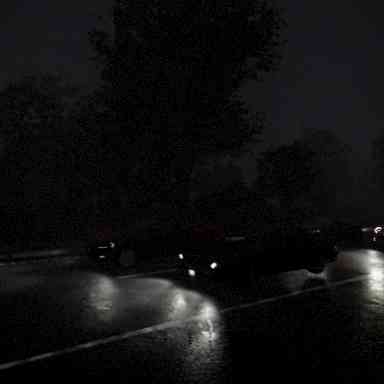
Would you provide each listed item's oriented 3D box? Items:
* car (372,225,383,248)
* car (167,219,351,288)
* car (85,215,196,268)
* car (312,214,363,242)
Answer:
[{"bbox_3d":[10.580,1.807,15.830,4.553,1.767,2.097,2,-1,-35],"label":"car"},{"bbox_3d":[2.181,1.691,9.835,5.357,1.411,2.033,2,-1,-35],"label":"car"},{"bbox_3d":[-1.166,1.581,11.751,5.008,1.535,1.882,2,-1,-35],"label":"car"},{"bbox_3d":[7.341,1.936,17.824,4.674,1.442,1.812,2,-1,-35],"label":"car"}]
